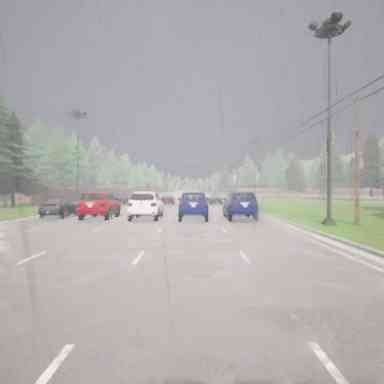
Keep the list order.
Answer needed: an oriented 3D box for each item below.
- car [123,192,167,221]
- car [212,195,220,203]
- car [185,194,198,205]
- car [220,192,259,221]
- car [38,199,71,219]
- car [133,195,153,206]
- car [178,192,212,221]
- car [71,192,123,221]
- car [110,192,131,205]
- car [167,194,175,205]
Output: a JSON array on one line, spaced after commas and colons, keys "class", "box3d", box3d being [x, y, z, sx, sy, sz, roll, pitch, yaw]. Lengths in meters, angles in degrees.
[{"class": "car", "box3d": [-3.403, 1.005, 25.035, 2.150, 2.045, 5.566, 0, 0, 0]}, {"class": "car", "box3d": [3.503, 1.115, 48.311, 1.812, 1.442, 4.674, 0, 1, 0]}, {"class": "car", "box3d": [0.004, 1.114, 48.337, 1.812, 1.442, 4.674, 0, 1, 0]}, {"class": "car", "box3d": [3.597, 1.005, 25.115, 2.150, 2.045, 5.566, 0, 0, 0]}, {"class": "car", "box3d": [-10.403, 1.264, 26.415, 2.128, 1.511, 4.902, 0, 0, 0]}, {"class": "car", "box3d": [-7.002, 1.141, 47.812, 2.033, 1.411, 5.357, 0, 1, 0]}, {"class": "car", "box3d": [0.098, 1.005, 25.093, 2.150, 2.045, 5.566, 0, 0, 0]}, {"class": "car", "box3d": [-6.903, 1.004, 25.168, 2.150, 2.045, 5.566, 0, 0, 0]}, {"class": "car", "box3d": [-10.494, 0.935, 48.896, 2.097, 1.767, 4.553, 0, 0, 0]}, {"class": "car", "box3d": [-3.495, 1.065, 48.485, 1.882, 1.535, 5.008, 0, 1, 0]}]
